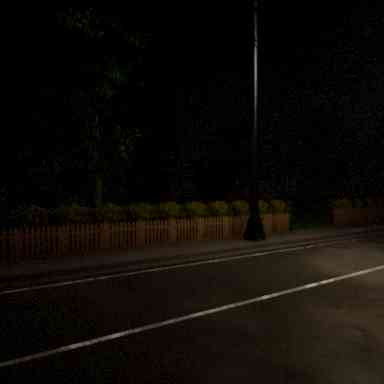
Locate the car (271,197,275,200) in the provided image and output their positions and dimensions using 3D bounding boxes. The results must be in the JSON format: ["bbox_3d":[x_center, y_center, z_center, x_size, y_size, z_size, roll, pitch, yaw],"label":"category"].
[{"bbox_3d":[13.916,1.415,62.213,1.812,1.442,4.674,0,0,-34],"label":"car"}]

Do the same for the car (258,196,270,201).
[{"bbox_3d":[11.095,1.389,60.121,2.128,1.511,4.902,0,0,-34],"label":"car"}]
